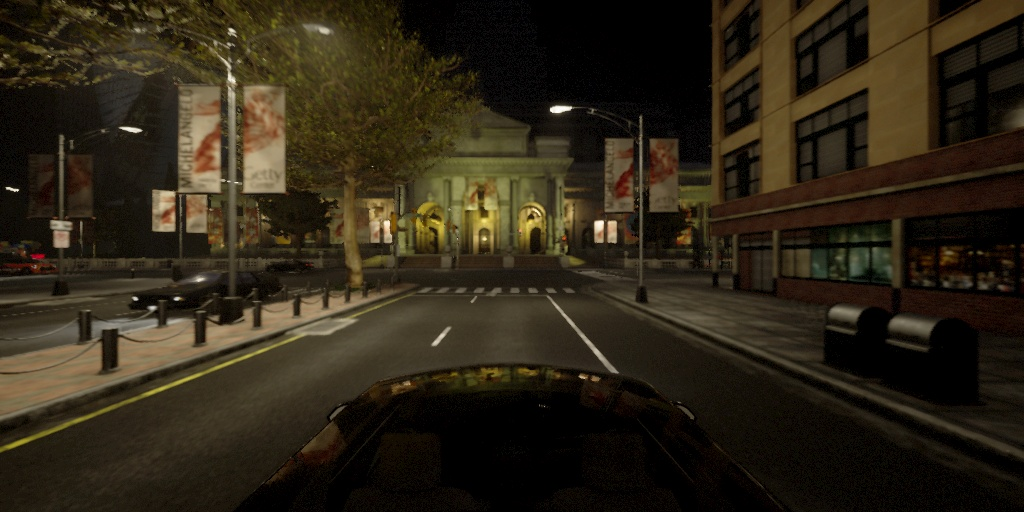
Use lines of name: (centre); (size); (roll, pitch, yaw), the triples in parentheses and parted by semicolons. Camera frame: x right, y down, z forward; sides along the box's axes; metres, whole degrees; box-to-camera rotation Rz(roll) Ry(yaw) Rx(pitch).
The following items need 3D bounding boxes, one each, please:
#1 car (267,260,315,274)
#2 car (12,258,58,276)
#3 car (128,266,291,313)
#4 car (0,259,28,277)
car: (-24.555, 1.191, 39.733); (4.902, 1.511, 2.128); (0, 0, 2)
car: (-49.136, 1.038, 36.274); (4.553, 1.767, 2.097); (0, 0, 0)
car: (-11.499, 1.279, 14.138); (2.033, 1.411, 5.357); (0, 0, 0)
car: (-47.979, 1.215, 32.761); (4.674, 1.442, 1.812); (0, 0, 0)
